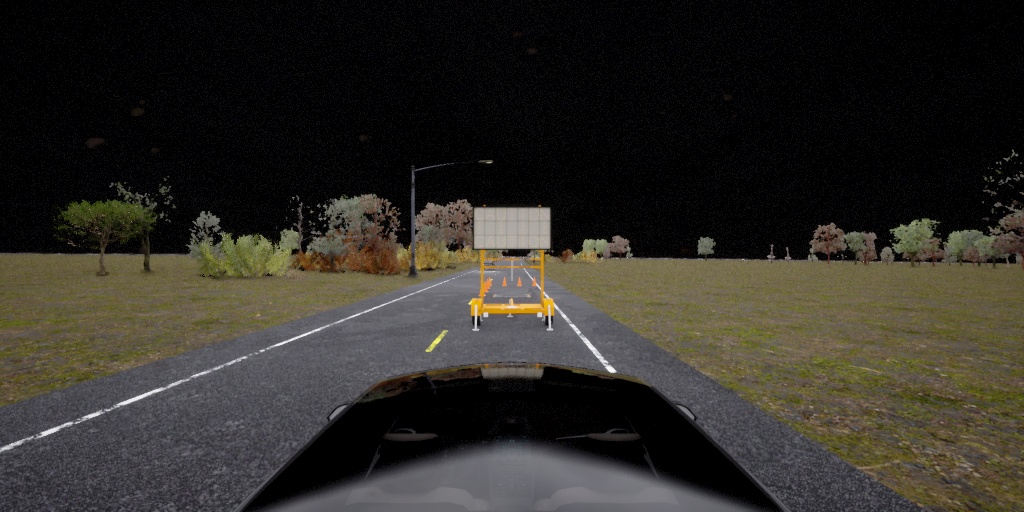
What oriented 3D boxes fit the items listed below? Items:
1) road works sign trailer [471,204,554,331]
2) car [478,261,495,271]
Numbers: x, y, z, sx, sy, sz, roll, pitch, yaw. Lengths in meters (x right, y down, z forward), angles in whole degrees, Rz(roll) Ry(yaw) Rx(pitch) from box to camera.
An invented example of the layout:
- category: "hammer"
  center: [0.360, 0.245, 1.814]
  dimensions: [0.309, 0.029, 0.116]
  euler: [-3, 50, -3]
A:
- category: "road works sign trailer"
  center: [0.004, 0.218, 11.040]
  dimensions: [2.380, 3.560, 2.880]
  euler: [0, 0, -1]
- category: "car"
  center: [-3.385, 1.342, 48.663]
  dimensions: [1.994, 1.385, 4.181]
  euler: [0, 0, 0]
